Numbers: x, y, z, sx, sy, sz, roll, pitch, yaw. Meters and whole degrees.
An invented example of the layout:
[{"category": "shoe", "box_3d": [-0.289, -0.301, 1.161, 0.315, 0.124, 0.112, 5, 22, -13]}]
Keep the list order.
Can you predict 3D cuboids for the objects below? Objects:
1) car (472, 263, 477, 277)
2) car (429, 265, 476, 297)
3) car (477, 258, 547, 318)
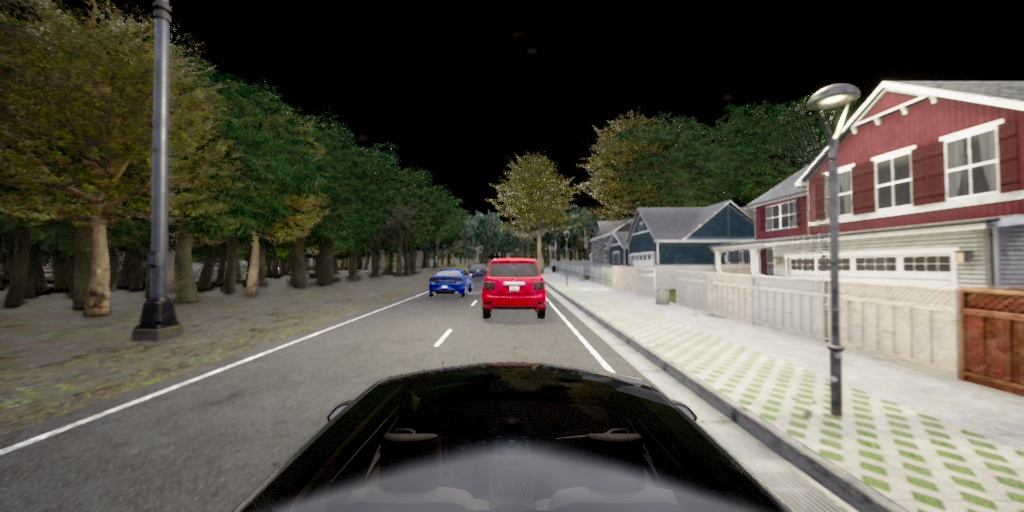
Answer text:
[{"category": "car", "box_3d": [-3.380, 1.523, 37.785, 2.097, 1.767, 4.553, 0, -1, 0]}, {"category": "car", "box_3d": [-3.395, 1.446, 20.586, 1.882, 1.535, 5.008, 0, -1, 0]}, {"category": "car", "box_3d": [0.084, 1.113, 13.831, 2.150, 2.045, 5.566, 0, 0, 0]}]
